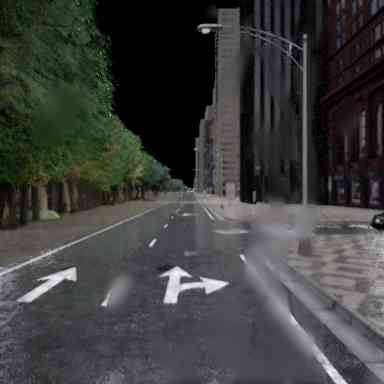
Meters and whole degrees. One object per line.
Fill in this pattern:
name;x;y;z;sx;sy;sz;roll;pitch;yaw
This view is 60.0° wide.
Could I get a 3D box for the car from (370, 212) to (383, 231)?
car;12.272;1.549;18.430;4.181;1.385;1.994;0;0;0
